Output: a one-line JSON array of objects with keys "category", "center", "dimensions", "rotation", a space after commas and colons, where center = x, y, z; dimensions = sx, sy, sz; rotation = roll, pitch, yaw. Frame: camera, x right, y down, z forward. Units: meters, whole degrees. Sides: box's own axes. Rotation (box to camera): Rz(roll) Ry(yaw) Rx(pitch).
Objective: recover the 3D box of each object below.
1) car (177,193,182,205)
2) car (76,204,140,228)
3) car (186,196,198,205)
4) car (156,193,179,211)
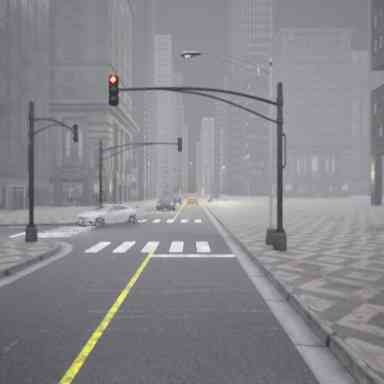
[{"category": "car", "center": [-2.949, 1.216, 60.585], "dimensions": [2.150, 2.045, 5.566], "rotation": [0, -1, 0]}, {"category": "car", "center": [-5.648, 1.550, 22.948], "dimensions": [1.812, 1.442, 4.674], "rotation": [0, 1, 37]}, {"category": "car", "center": [0.067, 1.467, 57.678], "dimensions": [1.882, 1.535, 5.008], "rotation": [0, 0, 0]}, {"category": "car", "center": [-3.048, 1.337, 39.909], "dimensions": [2.097, 1.767, 4.553], "rotation": [0, 0, 0]}]
